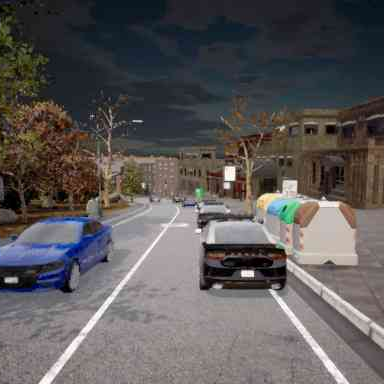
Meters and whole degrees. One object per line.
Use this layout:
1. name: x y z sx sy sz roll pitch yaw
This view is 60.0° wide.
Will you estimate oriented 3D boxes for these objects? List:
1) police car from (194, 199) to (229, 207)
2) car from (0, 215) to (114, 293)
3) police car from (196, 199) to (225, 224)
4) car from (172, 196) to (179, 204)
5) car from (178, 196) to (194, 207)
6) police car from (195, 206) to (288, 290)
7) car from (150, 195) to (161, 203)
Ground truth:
1. police car: 1.221 1.389 19.206 1.930 1.638 5.238 0 0 1
2. car: -3.527 1.460 9.043 1.882 1.535 5.008 0 0 1
3. police car: 1.278 1.377 25.235 1.930 1.638 5.238 0 0 1
4. car: -2.482 1.470 61.312 1.895 1.301 4.718 -1 0 -12
5. car: -0.437 1.458 47.690 1.994 1.385 4.181 -1 0 -6
6. police car: 1.125 1.408 9.157 1.930 1.638 5.238 0 0 1
7. car: -7.371 1.449 66.386 2.128 1.511 4.902 -1 0 -14
